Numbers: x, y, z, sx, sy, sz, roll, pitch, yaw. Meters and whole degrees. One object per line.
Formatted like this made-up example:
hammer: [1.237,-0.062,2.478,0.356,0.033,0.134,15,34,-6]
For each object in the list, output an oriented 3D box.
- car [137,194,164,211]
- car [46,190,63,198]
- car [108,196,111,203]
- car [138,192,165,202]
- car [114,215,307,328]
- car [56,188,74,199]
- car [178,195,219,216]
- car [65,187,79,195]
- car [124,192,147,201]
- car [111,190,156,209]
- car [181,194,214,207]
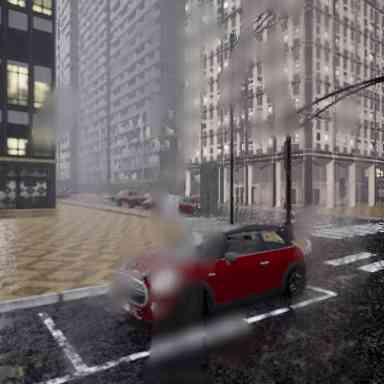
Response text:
car: [-2.951,1.112,30.269,1.802,1.307,4.206,1,0,-36]
car: [-25.675,0.330,61.987,2.008,1.369,4.403,1,0,-36]
car: [-9.278,0.850,43.552,1.895,1.301,4.718,0,1,-35]
car: [-6.015,0.721,48.936,1.752,1.417,4.829,1,0,-36]
car: [0.484,1.443,6.906,4.097,1.590,1.967,0,0,-35]
car: [-22.429,0.431,57.456,1.887,1.381,4.507,1,0,-36]
car: [0.299,1.077,25.737,1.967,1.590,4.097,1,0,-36]
car: [-28.650,-0.006,80.527,1.887,1.381,4.507,1,0,-36]
car: [-9.165,0.657,53.330,1.947,1.339,4.313,1,0,-36]
car: [-6.191,0.738,34.799,2.192,1.841,5.009,1,0,-36]
car: [0.578,0.996,39.731,1.802,1.307,4.206,1,0,-36]
